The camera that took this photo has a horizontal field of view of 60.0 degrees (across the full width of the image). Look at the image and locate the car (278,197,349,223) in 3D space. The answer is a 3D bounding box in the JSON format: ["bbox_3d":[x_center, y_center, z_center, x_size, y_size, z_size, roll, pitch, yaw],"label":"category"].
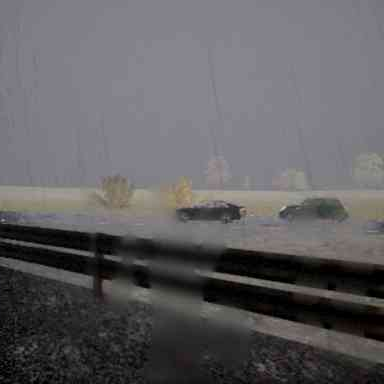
[{"bbox_3d":[8.321,1.130,23.074,4.553,1.767,2.097,0,0,18],"label":"car"}]

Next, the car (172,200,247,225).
[{"bbox_3d":[1.105,1.298,21.702,4.902,1.511,2.128,0,0,18],"label":"car"}]
